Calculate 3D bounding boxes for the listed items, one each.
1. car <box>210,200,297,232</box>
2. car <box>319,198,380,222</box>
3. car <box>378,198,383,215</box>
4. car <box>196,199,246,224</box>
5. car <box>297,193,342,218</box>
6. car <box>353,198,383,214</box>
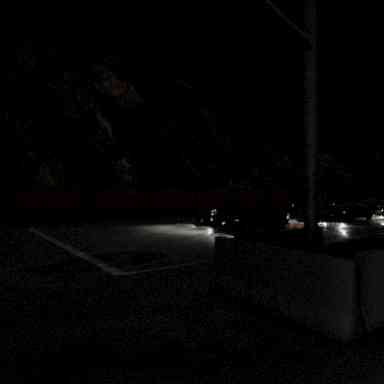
[{"bbox_3d":[3.695,1.441,19.509,4.892,1.490,1.837,0,0,-35],"label":"car"},{"bbox_3d":[12.076,1.418,25.430,4.674,1.442,1.812,0,0,-35],"label":"car"},{"bbox_3d":[19.388,1.207,30.602,4.553,1.767,2.097,0,0,-36],"label":"car"},{"bbox_3d":[2.459,1.284,22.928,4.553,1.767,2.097,0,0,-35],"label":"car"},{"bbox_3d":[11.042,1.109,28.971,5.566,2.045,2.150,0,0,-35],"label":"car"},{"bbox_3d":[18.805,1.373,34.487,4.674,1.442,1.812,0,0,-36],"label":"car"}]
